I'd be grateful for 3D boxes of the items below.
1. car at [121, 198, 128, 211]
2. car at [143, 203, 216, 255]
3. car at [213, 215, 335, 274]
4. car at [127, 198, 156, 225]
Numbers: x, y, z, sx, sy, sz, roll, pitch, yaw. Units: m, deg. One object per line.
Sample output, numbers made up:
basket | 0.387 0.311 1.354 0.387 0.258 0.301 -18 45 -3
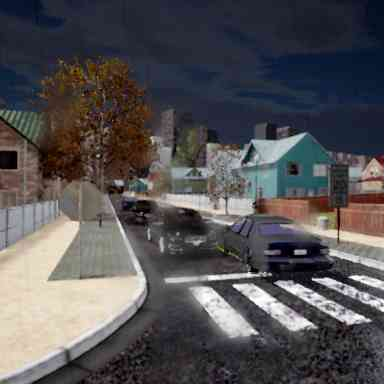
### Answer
car | -6.491 1.291 35.446 1.994 1.385 4.181 0 0 -14
car | -0.523 1.355 12.690 1.837 1.490 4.892 0 0 -16
car | 2.210 1.421 10.134 2.033 1.411 5.357 0 0 -6
car | -3.127 1.302 22.508 1.837 1.490 4.892 0 0 -15
